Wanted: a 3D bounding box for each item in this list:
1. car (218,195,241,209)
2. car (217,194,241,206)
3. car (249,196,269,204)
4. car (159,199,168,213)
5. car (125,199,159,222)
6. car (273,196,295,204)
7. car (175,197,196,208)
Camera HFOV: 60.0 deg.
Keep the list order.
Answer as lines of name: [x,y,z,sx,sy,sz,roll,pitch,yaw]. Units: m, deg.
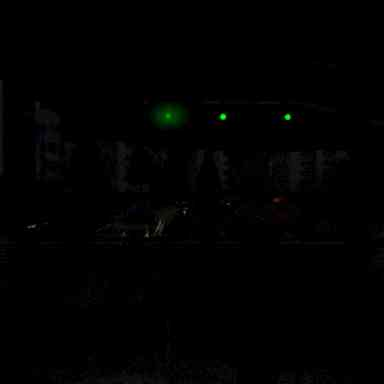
car: [5.431,1.536,45.442,1.994,1.385,4.181,0,0,19]
car: [6.255,1.318,55.549,2.097,1.767,4.553,0,0,34]
car: [12.677,1.493,63.235,4.674,1.442,1.812,0,0,-40]
car: [-3.800,1.494,36.359,1.812,1.442,4.674,0,0,5]
car: [-3.966,1.454,26.120,1.882,1.535,5.008,0,0,-1]
car: [17.456,1.451,62.751,5.008,1.535,1.882,0,0,-37]
car: [-0.898,1.468,48.951,1.837,1.490,4.892,0,0,22]
